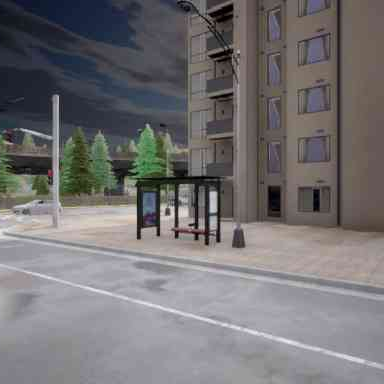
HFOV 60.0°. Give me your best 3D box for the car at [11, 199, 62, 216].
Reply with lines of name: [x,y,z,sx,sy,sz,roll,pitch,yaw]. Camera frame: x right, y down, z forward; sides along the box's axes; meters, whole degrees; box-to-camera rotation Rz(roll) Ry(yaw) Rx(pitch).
car: [-15.137,1.470,32.637,1.812,1.442,4.674,0,0,37]

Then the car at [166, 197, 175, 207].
car: [-1.150,1.166,49.430,5.566,2.045,2.150,0,0,-38]
